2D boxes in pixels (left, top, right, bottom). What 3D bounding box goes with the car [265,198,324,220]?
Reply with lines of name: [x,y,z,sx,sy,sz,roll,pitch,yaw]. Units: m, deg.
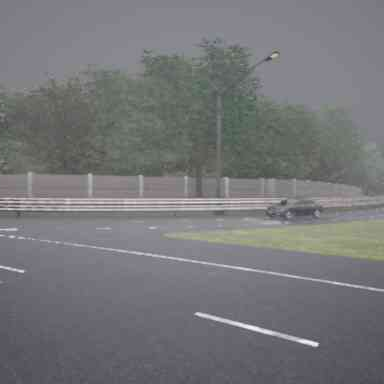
car: [7.619,1.220,24.644,4.892,1.490,1.837,0,1,-29]
